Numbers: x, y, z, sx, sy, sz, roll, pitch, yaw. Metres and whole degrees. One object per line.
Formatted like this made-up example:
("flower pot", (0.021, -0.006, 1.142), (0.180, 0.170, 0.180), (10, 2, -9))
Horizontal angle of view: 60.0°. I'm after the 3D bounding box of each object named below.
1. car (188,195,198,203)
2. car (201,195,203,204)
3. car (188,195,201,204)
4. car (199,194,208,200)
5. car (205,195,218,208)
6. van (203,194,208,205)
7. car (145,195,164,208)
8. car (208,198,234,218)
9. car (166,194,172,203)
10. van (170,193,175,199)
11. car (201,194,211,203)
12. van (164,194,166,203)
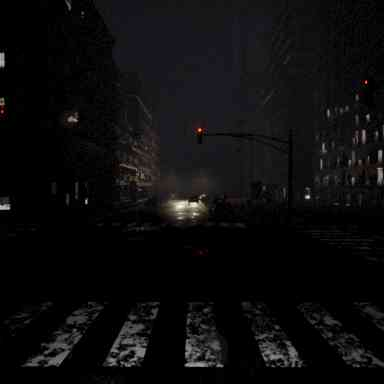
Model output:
("car", (0.243, 1.424, 71.058), (2.128, 1.511, 4.902), (0, 0, 0))
("car", (2.807, 1.488, 52.522), (1.887, 1.381, 4.507), (-1, 0, 0))
("car", (0.287, 1.433, 60.856), (1.837, 1.490, 4.892), (0, 0, 0))
("car", (2.947, 1.309, 86.396), (1.967, 1.590, 4.097), (-1, 0, 0))
("car", (2.753, 1.408, 35.584), (1.967, 1.590, 4.097), (-1, 0, 0))
("van", (2.787, 1.293, 46.876), (1.690, 1.788, 3.998), (-1, 0, 0))
("car", (-5.558, 1.518, 46.869), (1.947, 1.339, 4.313), (-1, 0, 0))
("car", (2.737, 1.520, 29.938), (1.887, 1.381, 4.507), (-1, 0, 0))
("car", (-5.506, 1.467, 63.806), (1.887, 1.381, 4.507), (-1, 0, 0))
("van", (-5.473, 1.239, 75.099), (1.690, 1.788, 3.998), (-1, 0, 0))
("car", (2.864, 1.351, 69.459), (1.967, 1.590, 4.097), (-1, 0, 0))
("van", (-5.544, 1.284, 52.514), (1.690, 1.788, 3.998), (-1, 0, 0))
